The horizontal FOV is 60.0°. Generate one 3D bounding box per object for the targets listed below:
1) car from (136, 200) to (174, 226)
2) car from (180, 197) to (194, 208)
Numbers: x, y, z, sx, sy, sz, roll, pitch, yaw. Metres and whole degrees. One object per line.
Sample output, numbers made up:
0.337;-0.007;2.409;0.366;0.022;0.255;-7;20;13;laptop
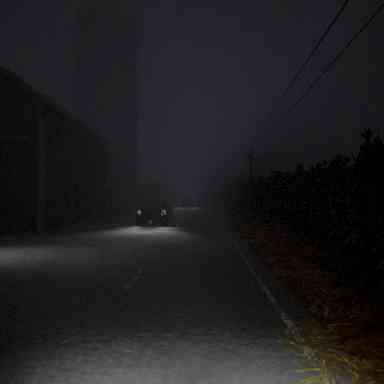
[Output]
-2.530;1.346;23.430;2.097;1.767;4.553;0;0;3;car
-0.667;1.503;48.587;1.812;1.442;4.674;0;0;5;car
